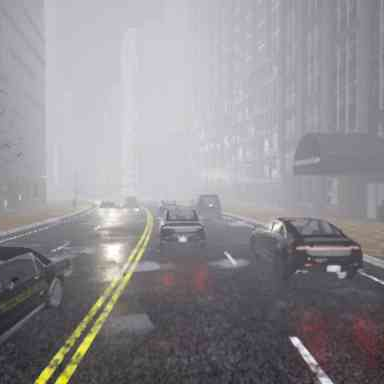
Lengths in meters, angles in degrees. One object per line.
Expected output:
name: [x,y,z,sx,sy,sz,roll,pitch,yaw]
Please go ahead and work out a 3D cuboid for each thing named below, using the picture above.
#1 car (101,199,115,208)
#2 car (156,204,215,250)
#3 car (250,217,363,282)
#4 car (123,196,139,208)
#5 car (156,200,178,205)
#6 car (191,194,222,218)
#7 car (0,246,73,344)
car: [-12.146,1.601,48.013,1.895,1.301,4.718,0,0,-13]
car: [-0.489,1.486,14.296,2.128,1.511,4.902,0,0,-4]
car: [3.030,1.480,9.784,2.128,1.511,4.902,0,0,-3]
car: [-8.522,1.335,46.590,2.097,1.767,4.553,0,0,-12]
car: [-2.267,1.475,31.216,2.128,1.511,4.902,0,0,-8]
car: [1.176,1.193,30.193,2.150,2.045,5.566,0,0,-8]
car: [-3.475,1.606,5.024,1.895,1.301,4.718,0,0,-2]
